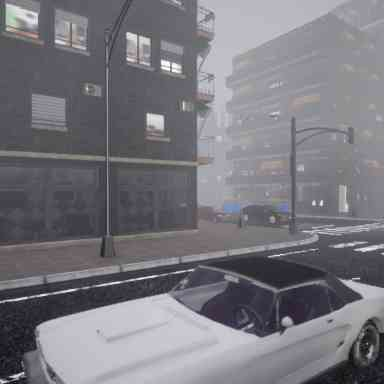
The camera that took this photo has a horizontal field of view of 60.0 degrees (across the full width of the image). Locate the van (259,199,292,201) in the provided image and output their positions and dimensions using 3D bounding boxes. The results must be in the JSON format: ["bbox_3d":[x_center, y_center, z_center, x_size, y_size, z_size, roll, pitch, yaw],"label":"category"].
[{"bbox_3d":[8.372,1.602,33.588,1.690,1.788,3.998,-1,0,-37],"label":"van"}]

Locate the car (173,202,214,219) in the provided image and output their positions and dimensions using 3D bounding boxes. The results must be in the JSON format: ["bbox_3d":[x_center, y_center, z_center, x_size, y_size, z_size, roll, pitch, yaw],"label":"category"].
[{"bbox_3d":[0.059,1.867,35.108,1.837,1.490,4.892,0,0,-36],"label":"car"}]

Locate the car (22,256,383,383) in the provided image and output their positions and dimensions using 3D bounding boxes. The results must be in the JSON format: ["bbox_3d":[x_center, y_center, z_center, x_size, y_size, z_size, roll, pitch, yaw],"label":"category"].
[{"bbox_3d":[0.589,1.601,4.114,4.718,1.301,1.895,0,0,-36],"label":"car"}]

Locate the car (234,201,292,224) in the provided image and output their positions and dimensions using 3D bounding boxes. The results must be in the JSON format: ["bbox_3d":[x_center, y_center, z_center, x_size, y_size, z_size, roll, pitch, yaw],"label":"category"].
[{"bbox_3d":[6.015,1.737,27.078,1.837,1.490,4.892,0,-1,-35],"label":"car"}]

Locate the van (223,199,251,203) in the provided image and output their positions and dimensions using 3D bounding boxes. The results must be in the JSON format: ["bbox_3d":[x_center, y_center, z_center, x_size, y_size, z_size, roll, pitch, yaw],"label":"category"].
[{"bbox_3d":[5.038,1.676,38.090,1.690,1.788,3.998,-1,0,-37],"label":"van"}]

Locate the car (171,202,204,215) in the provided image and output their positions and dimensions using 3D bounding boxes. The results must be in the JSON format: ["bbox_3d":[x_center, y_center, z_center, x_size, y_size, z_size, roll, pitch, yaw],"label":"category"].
[{"bbox_3d":[-0.627,1.949,41.395,1.812,1.442,4.674,0,-1,-36],"label":"car"}]

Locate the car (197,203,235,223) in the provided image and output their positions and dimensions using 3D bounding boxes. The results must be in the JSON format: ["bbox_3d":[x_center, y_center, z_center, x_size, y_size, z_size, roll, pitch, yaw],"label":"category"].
[{"bbox_3d":[1.653,1.874,28.643,1.802,1.307,4.206,-1,0,-37],"label":"car"}]
